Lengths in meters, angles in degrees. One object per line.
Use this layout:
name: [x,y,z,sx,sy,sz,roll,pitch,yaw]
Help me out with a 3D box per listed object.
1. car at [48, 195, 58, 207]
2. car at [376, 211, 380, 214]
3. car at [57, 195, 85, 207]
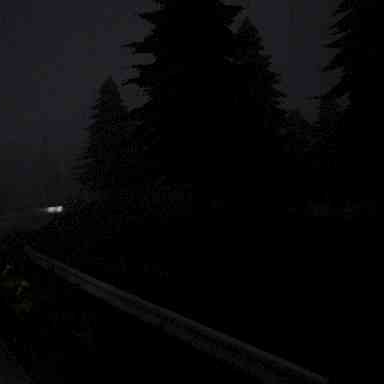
car: [-18.438,1.166,46.174,2.128,1.511,4.902,-3,1,-6]
car: [41.099,4.428,70.181,4.181,1.385,1.994,-3,-3,-2]
car: [-14.359,1.129,40.735,2.033,1.411,5.357,-3,1,-7]
